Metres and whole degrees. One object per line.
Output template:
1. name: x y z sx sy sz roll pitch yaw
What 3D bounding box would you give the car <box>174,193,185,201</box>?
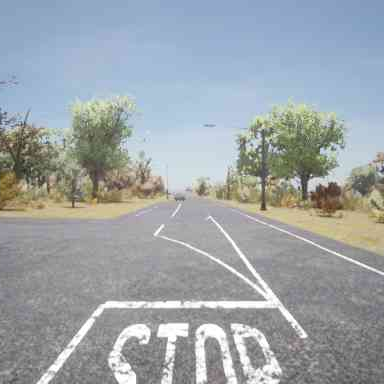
1. car: -3.055 1.267 83.657 2.150 2.045 5.566 0 0 6
